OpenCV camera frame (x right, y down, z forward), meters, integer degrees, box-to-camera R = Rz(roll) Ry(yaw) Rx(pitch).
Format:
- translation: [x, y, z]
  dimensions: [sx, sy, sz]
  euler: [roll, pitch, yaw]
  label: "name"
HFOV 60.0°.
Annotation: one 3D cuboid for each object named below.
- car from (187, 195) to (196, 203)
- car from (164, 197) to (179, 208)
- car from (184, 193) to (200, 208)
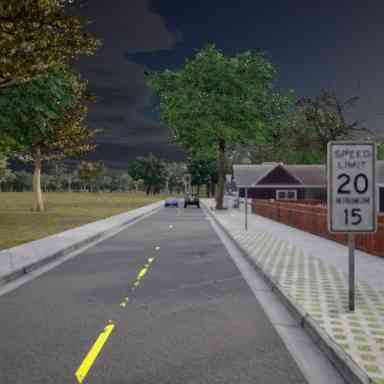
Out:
- translation: [-0.052, 1.415, 68.845]
  dimensions: [1.882, 1.535, 5.008]
  euler: [0, 0, 0]
  label: "car"
- translation: [-2.880, 1.478, 47.288]
  dimensions: [1.882, 1.535, 5.008]
  euler: [0, 0, 0]
  label: "car"
- translation: [0.003, 1.222, 47.526]
  dimensions: [2.150, 2.045, 5.566]
  euler: [0, 0, 1]
  label: "car"
